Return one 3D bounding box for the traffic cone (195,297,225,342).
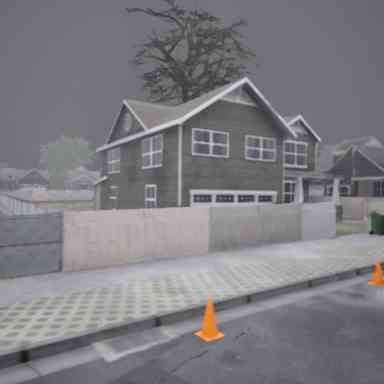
[{"bbox_3d":[0.284,1.938,5.182,0.340,0.580,0.340,0,0,-35],"label":"traffic cone"}]

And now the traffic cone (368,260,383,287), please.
[{"bbox_3d":[4.476,1.924,8.001,0.340,0.580,0.340,0,0,-33],"label":"traffic cone"}]
